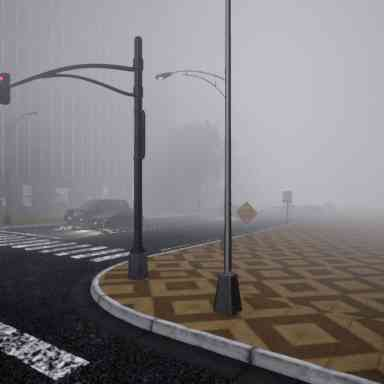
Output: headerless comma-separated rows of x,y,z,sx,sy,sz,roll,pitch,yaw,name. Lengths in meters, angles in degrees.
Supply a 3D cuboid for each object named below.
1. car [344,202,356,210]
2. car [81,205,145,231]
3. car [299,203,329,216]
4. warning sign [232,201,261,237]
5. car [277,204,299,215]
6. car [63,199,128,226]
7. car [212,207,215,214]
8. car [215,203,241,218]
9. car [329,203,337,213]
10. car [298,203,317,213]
31.403,2.770,65.984,1.801,1.575,5.366,0,-1,33,car
-5.194,1.882,23.270,1.994,1.385,4.181,0,-1,33,car
16.457,2.406,44.704,2.033,1.411,5.357,0,-1,33,car
3.052,1.454,18.587,1.300,1.860,1.060,1,1,33,warning sign
13.493,2.373,46.108,1.812,1.442,4.674,0,-1,33,car
-7.241,1.559,26.094,2.150,2.045,5.566,0,-1,33,car
4.499,2.232,44.366,1.837,1.490,4.892,0,-1,33,car
4.827,2.215,38.874,1.994,1.385,4.181,0,-1,33,car
21.748,2.537,53.041,1.837,1.490,4.892,0,-1,33,car
19.012,2.593,54.795,1.994,1.385,4.181,0,-1,33,car
